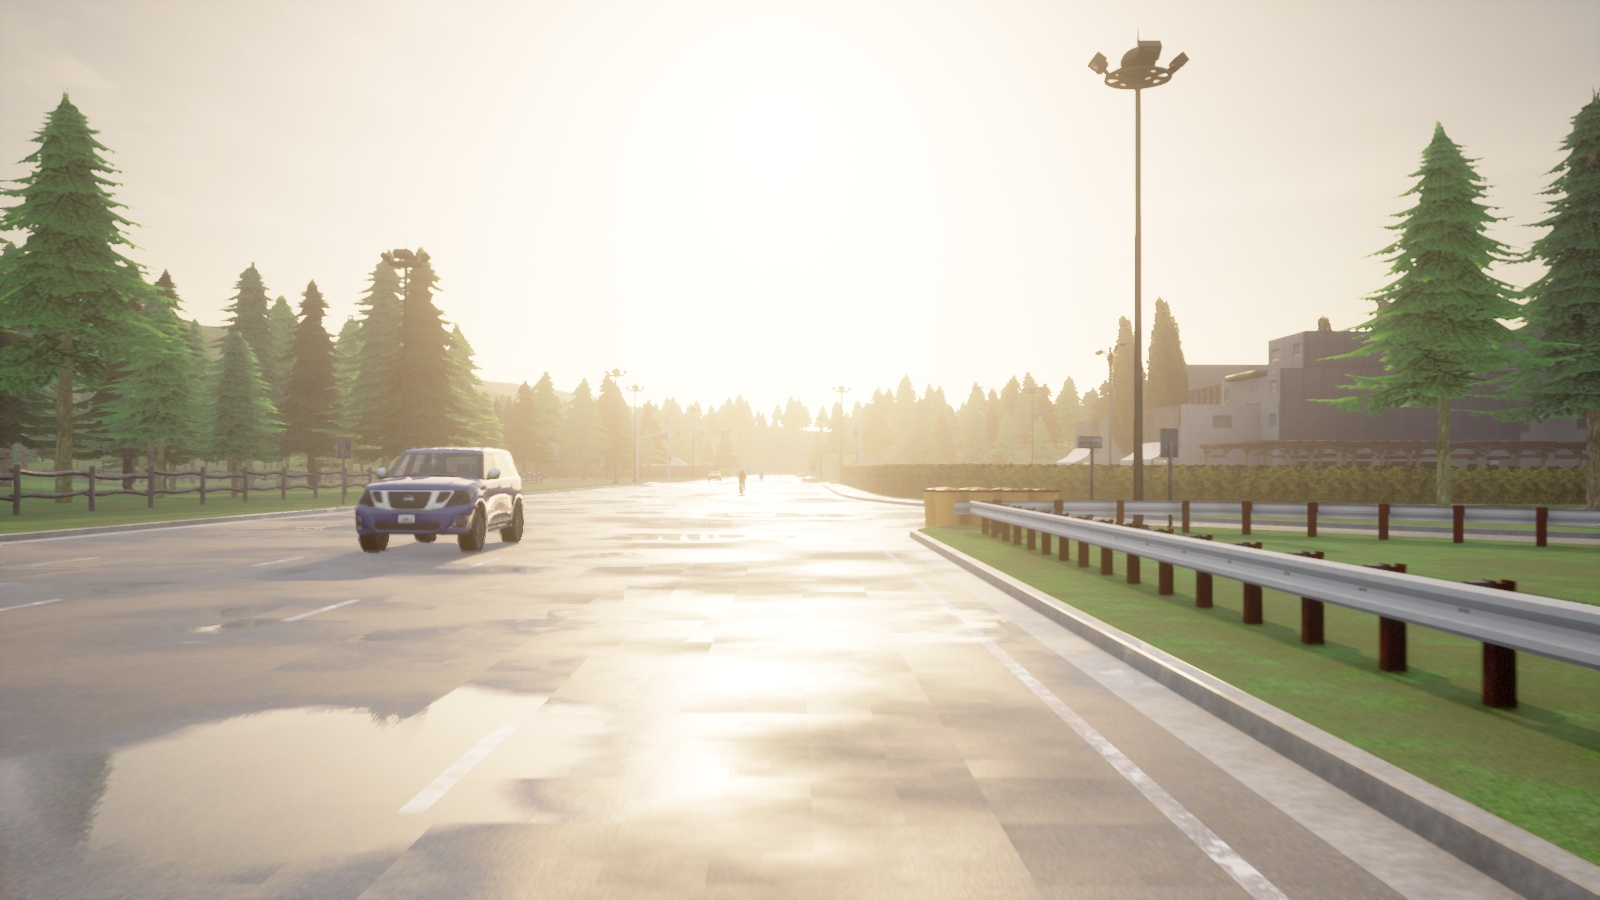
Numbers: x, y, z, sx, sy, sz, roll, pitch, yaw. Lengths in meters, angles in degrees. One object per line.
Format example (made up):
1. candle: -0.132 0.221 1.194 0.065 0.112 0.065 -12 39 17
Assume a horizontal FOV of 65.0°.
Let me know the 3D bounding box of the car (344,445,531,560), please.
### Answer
1. car: -7.059 0.983 25.175 2.150 2.045 5.566 0 -1 0
